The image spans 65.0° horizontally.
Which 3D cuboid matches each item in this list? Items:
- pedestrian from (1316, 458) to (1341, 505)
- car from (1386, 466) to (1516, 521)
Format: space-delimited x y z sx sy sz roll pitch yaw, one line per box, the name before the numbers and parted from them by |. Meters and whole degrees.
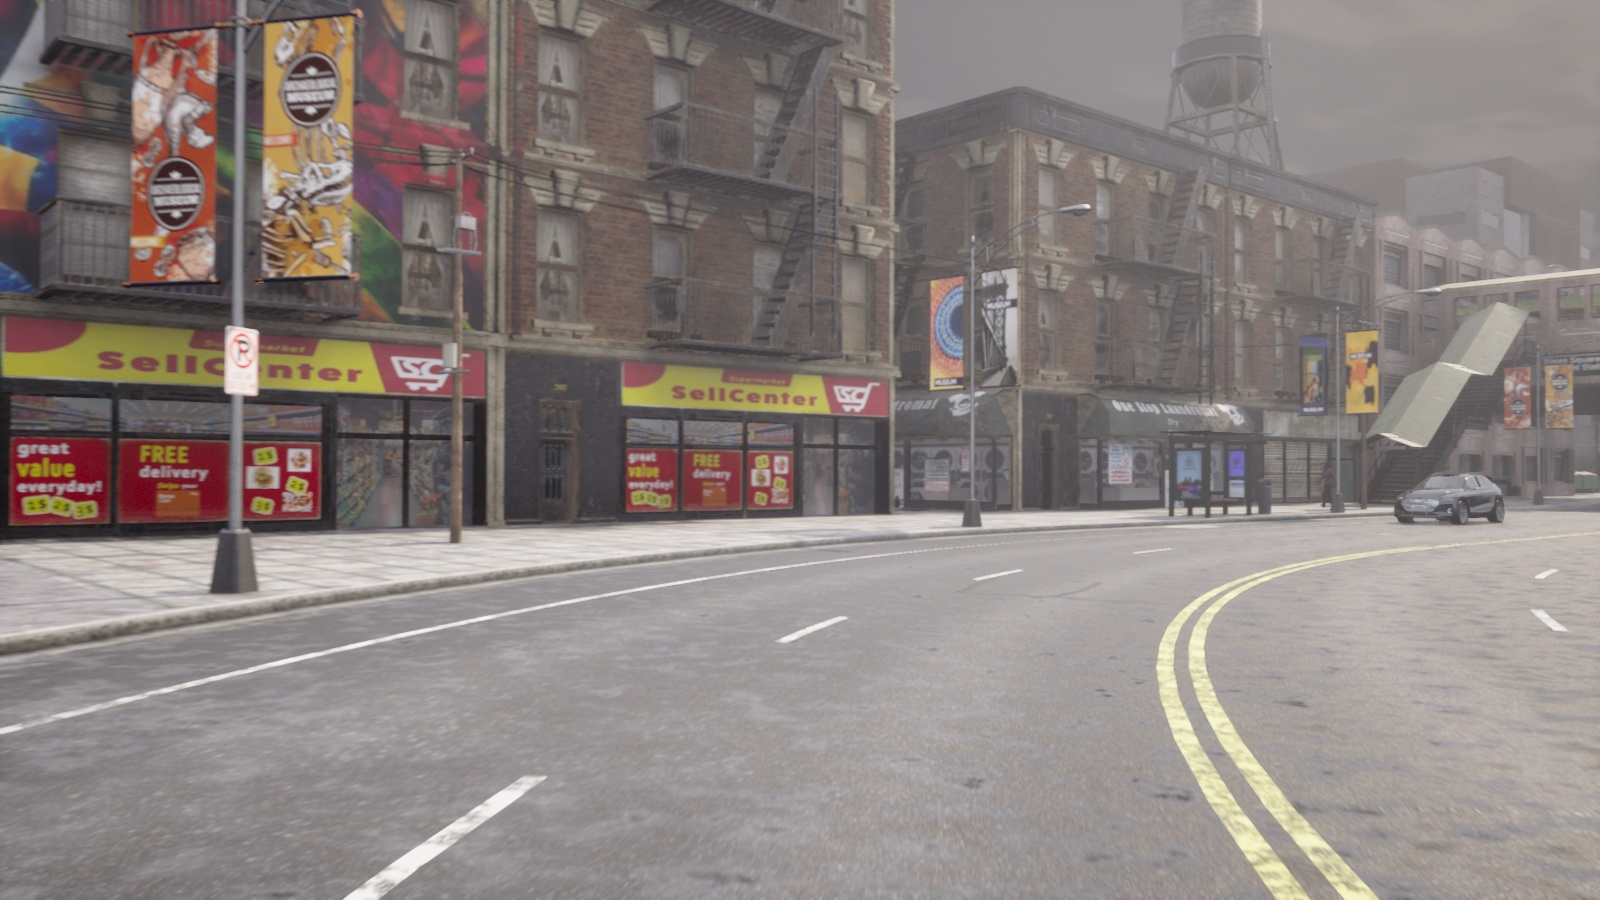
pedestrian | 20.391 1.221 48.440 0.869 1.805 0.328 0 -1 -19
car | 20.931 1.356 40.275 4.856 1.649 2.033 1 -1 -41
